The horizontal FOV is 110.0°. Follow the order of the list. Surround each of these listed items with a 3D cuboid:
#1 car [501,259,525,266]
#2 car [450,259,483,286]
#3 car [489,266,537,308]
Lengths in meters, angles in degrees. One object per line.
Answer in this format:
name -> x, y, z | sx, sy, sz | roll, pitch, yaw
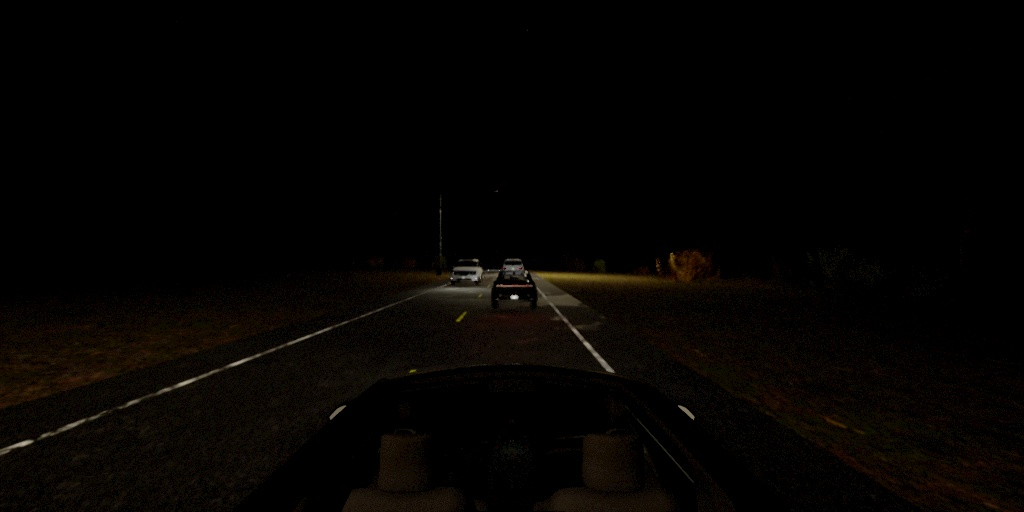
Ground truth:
car -> 0.099, 1.338, 36.249 | 2.150, 2.045, 5.566 | 0, -1, 0
car -> -3.599, 1.264, 29.360 | 2.150, 2.045, 5.566 | 0, -1, 0
car -> 0.097, 1.394, 16.214 | 2.128, 1.511, 4.902 | 0, -1, 0
